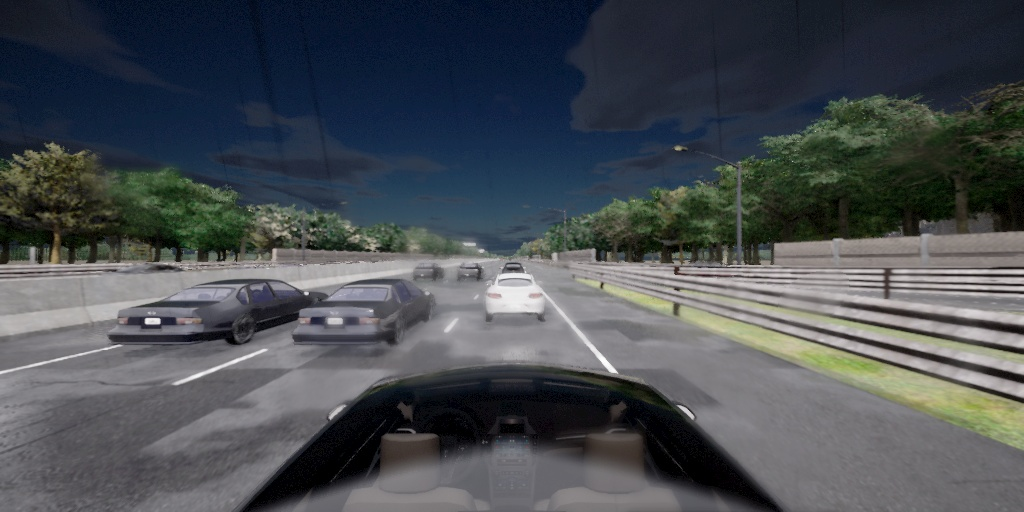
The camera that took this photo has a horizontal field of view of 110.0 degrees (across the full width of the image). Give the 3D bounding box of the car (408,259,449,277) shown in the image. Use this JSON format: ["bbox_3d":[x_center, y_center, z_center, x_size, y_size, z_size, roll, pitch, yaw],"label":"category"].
[{"bbox_3d":[-6.900,1.288,30.068,2.128,1.511,4.902,0,0,0],"label":"car"}]

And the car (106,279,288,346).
[{"bbox_3d":[-6.900,1.302,9.391,2.033,1.411,5.357,0,0,0],"label":"car"}]

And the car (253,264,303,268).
[{"bbox_3d":[-17.543,1.355,28.061,1.994,1.385,4.181,0,0,0],"label":"car"}]

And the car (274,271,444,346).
[{"bbox_3d":[-3.400,1.302,9.397,2.033,1.411,5.357,0,0,0],"label":"car"}]

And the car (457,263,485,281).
[{"bbox_3d":[-3.400,1.289,30.093,2.128,1.511,4.902,0,0,0],"label":"car"}]

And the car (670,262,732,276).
[{"bbox_3d":[14.740,1.256,28.341,2.097,1.767,4.553,0,-1,-22],"label":"car"}]

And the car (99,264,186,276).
[{"bbox_3d":[-24.571,1.286,24.050,1.837,1.490,4.892,0,-1,0],"label":"car"}]

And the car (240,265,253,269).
[{"bbox_3d":[-21.038,1.393,28.620,1.895,1.301,4.718,0,0,1],"label":"car"}]

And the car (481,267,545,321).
[{"bbox_3d":[0.099,1.284,12.349,1.812,1.442,4.674,0,0,0],"label":"car"}]

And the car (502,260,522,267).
[{"bbox_3d":[0.100,1.302,30.275,1.837,1.490,4.892,0,0,0],"label":"car"}]
